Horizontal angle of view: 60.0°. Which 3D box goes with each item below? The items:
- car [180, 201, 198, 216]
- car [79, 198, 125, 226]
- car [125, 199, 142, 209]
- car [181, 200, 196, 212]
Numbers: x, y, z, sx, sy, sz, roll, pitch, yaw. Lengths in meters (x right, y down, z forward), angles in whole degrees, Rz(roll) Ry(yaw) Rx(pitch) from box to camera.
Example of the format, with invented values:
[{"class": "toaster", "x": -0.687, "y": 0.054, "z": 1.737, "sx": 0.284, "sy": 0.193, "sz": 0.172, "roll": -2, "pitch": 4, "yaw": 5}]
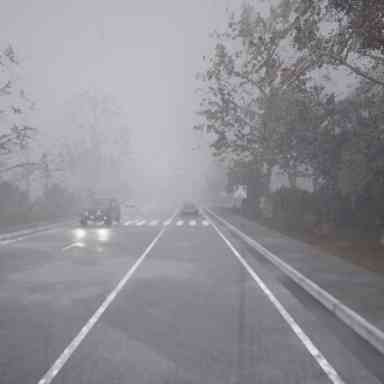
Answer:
[{"class": "car", "x": -0.298, "y": 1.958, "z": 37.581, "sx": 1.994, "sy": 1.385, "sz": 4.181, "roll": 0, "pitch": -1, "yaw": -1}, {"class": "car", "x": -7.165, "y": 1.496, "z": 26.558, "sx": 2.150, "sy": 2.045, "sz": 5.566, "roll": 0, "pitch": -1, "yaw": 0}, {"class": "car", "x": -7.367, "y": 1.566, "z": 41.810, "sx": 1.882, "sy": 1.535, "sz": 5.008, "roll": 0, "pitch": 0, "yaw": -1}, {"class": "car", "x": -0.477, "y": 1.989, "z": 48.039, "sx": 2.033, "sy": 1.411, "sz": 5.357, "roll": 0, "pitch": 0, "yaw": -1}]
